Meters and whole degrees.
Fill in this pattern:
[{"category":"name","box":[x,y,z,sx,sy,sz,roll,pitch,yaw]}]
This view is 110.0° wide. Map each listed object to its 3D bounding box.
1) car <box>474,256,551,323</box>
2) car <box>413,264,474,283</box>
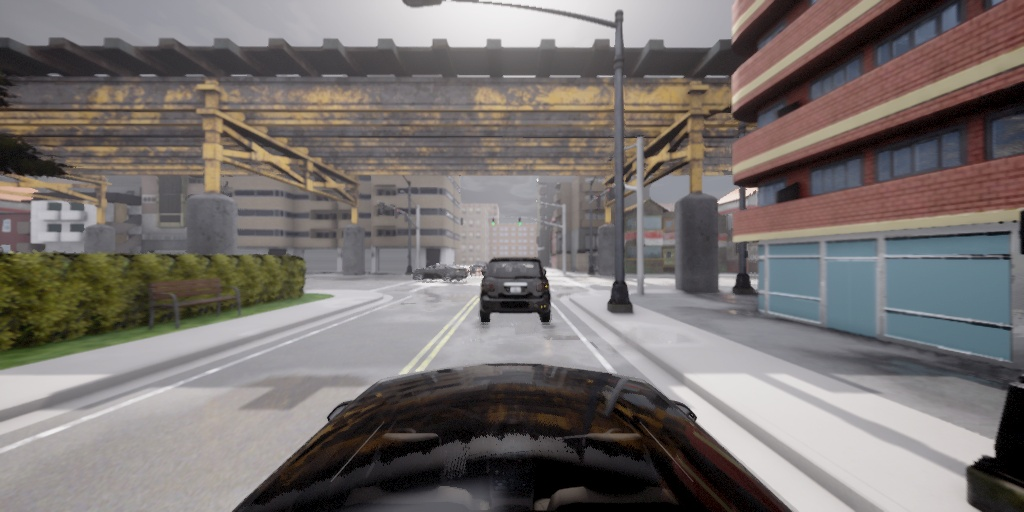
[{"category":"car","box":[0.084,1.044,12.610,2.150,2.045,5.566,0,0,0]},{"category":"car","box":[-6.131,1.433,30.345,4.902,1.511,2.128,0,-1,24]}]
